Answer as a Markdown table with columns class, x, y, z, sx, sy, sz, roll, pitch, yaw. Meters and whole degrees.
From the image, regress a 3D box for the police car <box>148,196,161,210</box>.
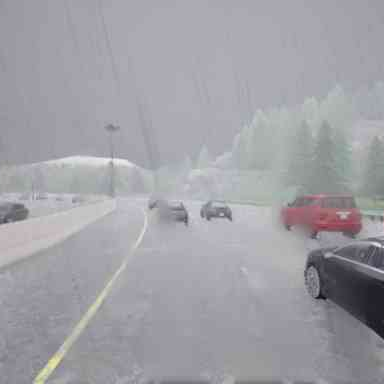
| class | x | y | z | sx | sy | sz | roll | pitch | yaw |
| --- | --- | --- | --- | --- | --- | --- | --- | --- | --- |
| police car | -4.384 | 1.327 | 41.104 | 2.038 | 1.542 | 4.974 | 0 | 0 | -12 |

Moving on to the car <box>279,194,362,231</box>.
| class | x | y | z | sx | sy | sz | roll | pitch | yaw |
| --- | --- | --- | --- | --- | --- | --- | --- | --- | --- |
| car | 6.284 | 1.134 | 16.893 | 2.150 | 2.045 | 5.566 | 0 | 0 | -4 |

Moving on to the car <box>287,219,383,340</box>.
| class | x | y | z | sx | sy | sz | roll | pitch | yaw |
| --- | --- | --- | --- | --- | --- | --- | --- | --- | --- |
| car | 3.426 | 1.461 | 5.375 | 2.128 | 1.511 | 4.902 | 0 | 0 | -2 |

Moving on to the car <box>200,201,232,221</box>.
| class | x | y | z | sx | sy | sz | roll | pitch | yaw |
| --- | --- | --- | --- | --- | --- | --- | --- | --- | --- |
| car | 1.807 | 1.407 | 25.633 | 1.812 | 1.442 | 4.674 | 0 | 0 | -7 |

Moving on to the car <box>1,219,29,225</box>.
| class | x | y | z | sx | sy | sz | roll | pitch | yaw |
| --- | --- | --- | --- | --- | --- | --- | --- | --- | --- |
| car | -11.950 | 1.429 | 21.221 | 1.837 | 1.490 | 4.892 | 0 | 0 | -7 |

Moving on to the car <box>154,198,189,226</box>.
| class | x | y | z | sx | sy | sz | roll | pitch | yaw |
| --- | --- | --- | --- | --- | --- | --- | --- | --- | --- |
| car | -1.330 | 1.393 | 22.385 | 2.128 | 1.511 | 4.902 | 0 | 0 | -6 |
